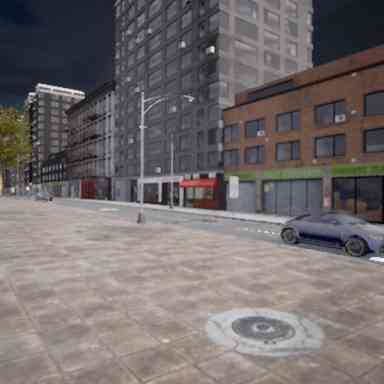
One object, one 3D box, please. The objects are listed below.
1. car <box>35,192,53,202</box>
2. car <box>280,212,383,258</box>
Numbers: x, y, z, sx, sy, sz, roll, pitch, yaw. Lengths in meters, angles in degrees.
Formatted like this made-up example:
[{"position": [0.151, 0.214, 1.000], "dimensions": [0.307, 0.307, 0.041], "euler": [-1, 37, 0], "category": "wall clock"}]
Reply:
[{"position": [-22.870, 0.733, 51.402], "dimensions": [1.837, 1.490, 4.892], "euler": [1, 0, -36], "category": "car"}, {"position": [5.413, 1.449, 12.479], "dimensions": [1.994, 1.385, 4.181], "euler": [1, 1, -36], "category": "car"}]
